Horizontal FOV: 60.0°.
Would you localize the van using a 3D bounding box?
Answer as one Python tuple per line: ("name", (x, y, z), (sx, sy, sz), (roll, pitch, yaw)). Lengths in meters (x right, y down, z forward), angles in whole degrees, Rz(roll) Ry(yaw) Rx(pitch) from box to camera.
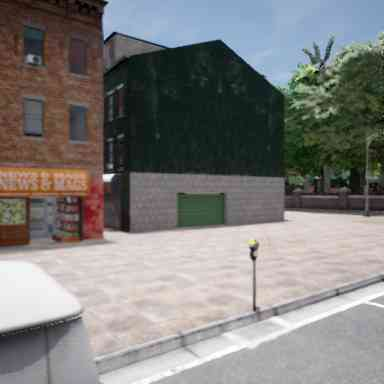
("van", (-2.313, 1.344, 1.161), (3.998, 1.788, 1.690), (0, 0, -36))
